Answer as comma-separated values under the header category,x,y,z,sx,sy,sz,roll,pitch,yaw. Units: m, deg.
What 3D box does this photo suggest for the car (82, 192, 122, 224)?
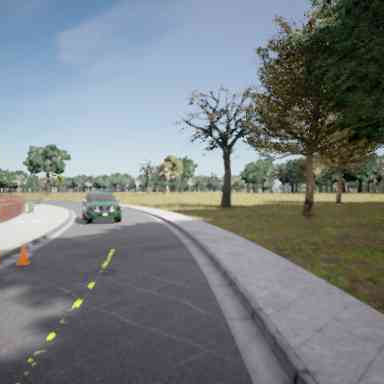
category,x,y,z,sx,sy,sz,roll,pitch,yaw
car,-6.381,1.025,23.138,2.150,2.045,5.566,0,0,-22

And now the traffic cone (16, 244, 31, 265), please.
category,x,y,z,sx,sy,sz,roll,pitch,yaw
traffic cone,-5.096,1.872,10.055,0.340,0.580,0.340,0,1,-7
